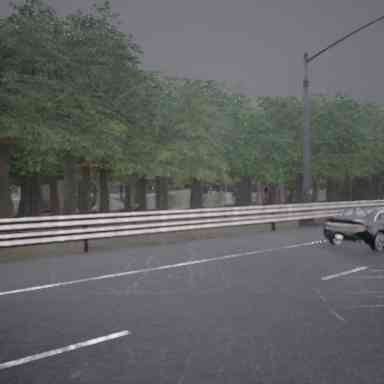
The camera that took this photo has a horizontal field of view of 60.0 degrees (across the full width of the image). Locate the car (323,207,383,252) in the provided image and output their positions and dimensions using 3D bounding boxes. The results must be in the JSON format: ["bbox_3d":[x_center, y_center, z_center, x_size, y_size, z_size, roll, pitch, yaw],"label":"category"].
[{"bbox_3d":[7.198,1.345,13.124,4.902,1.511,2.128,-1,0,-34],"label":"car"}]
